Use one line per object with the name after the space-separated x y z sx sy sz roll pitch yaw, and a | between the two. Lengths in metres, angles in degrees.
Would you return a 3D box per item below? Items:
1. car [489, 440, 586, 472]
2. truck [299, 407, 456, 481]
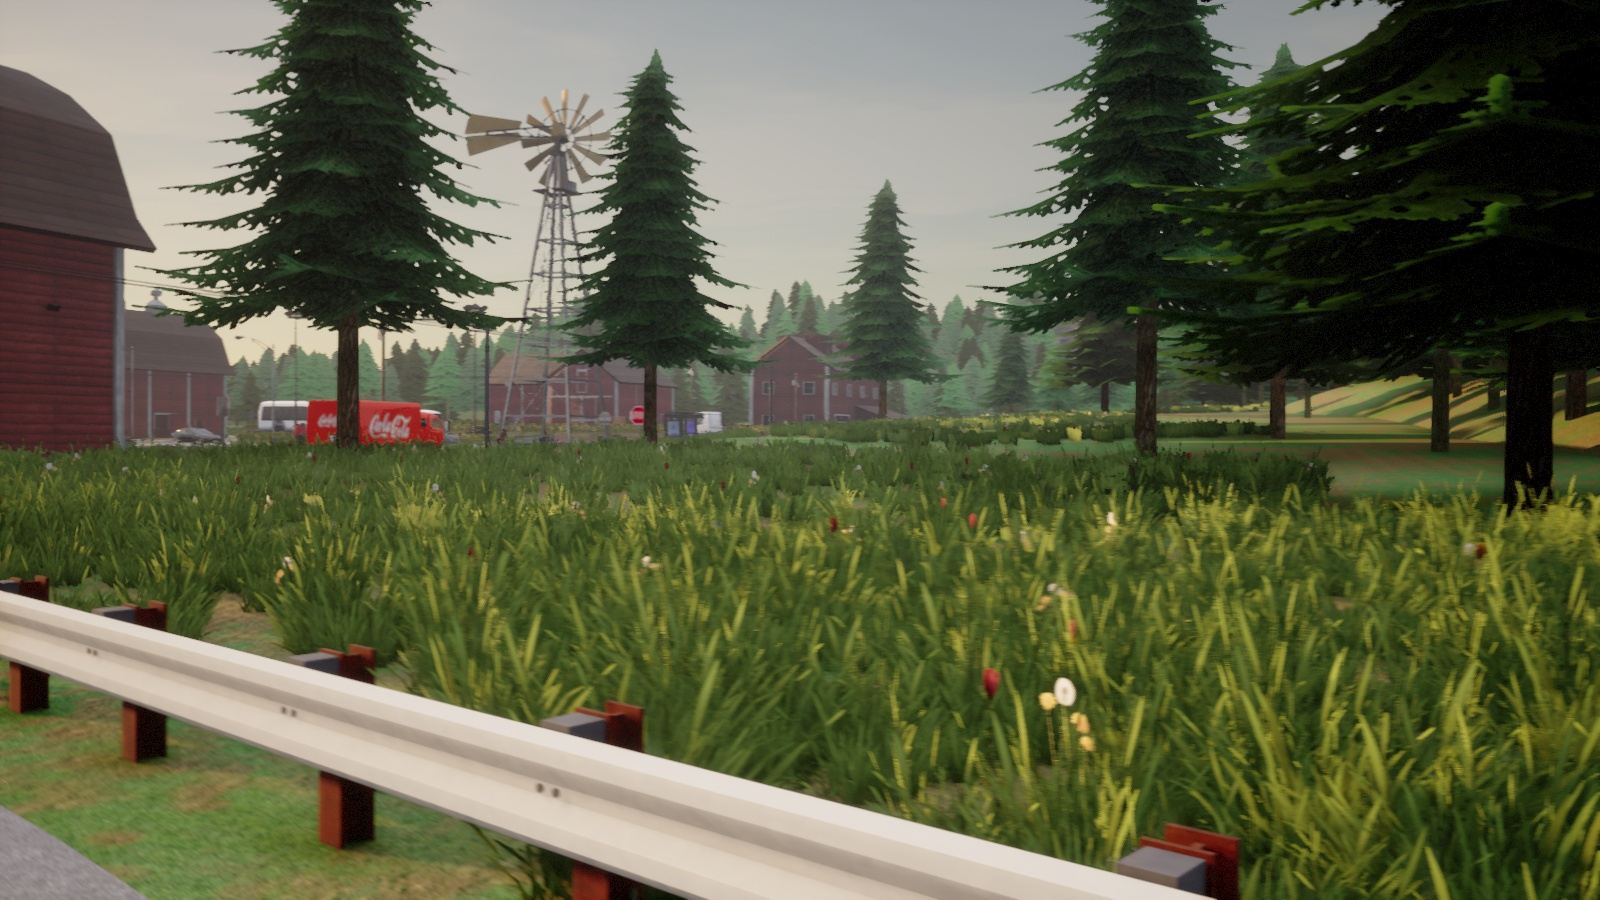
-11.313 0.228 54.414 1.895 1.301 4.718 0 1 20 | car
-14.908 -0.207 44.678 2.627 2.467 5.204 0 0 20 | truck
